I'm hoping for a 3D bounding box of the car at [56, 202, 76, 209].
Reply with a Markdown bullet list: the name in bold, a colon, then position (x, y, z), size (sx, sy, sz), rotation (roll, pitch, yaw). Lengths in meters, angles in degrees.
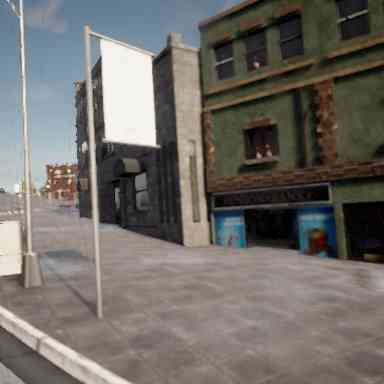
- **car**: position (-24.923, 2.656, 66.448), size (2.033, 1.411, 5.357), rotation (-4, -2, 9)
